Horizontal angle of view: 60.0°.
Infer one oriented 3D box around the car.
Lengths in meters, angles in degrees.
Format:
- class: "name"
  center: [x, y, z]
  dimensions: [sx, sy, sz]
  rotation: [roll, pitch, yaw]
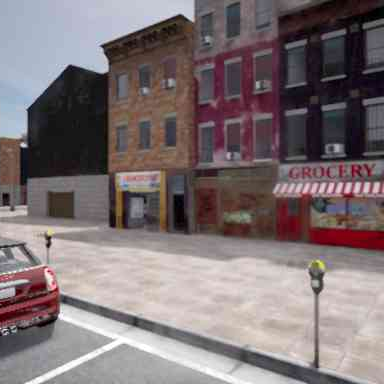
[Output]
- class: "car"
  center: [-4.188, 1.453, 5.796]
  dimensions: [4.097, 1.590, 1.967]
  rotation: [0, 0, 35]
